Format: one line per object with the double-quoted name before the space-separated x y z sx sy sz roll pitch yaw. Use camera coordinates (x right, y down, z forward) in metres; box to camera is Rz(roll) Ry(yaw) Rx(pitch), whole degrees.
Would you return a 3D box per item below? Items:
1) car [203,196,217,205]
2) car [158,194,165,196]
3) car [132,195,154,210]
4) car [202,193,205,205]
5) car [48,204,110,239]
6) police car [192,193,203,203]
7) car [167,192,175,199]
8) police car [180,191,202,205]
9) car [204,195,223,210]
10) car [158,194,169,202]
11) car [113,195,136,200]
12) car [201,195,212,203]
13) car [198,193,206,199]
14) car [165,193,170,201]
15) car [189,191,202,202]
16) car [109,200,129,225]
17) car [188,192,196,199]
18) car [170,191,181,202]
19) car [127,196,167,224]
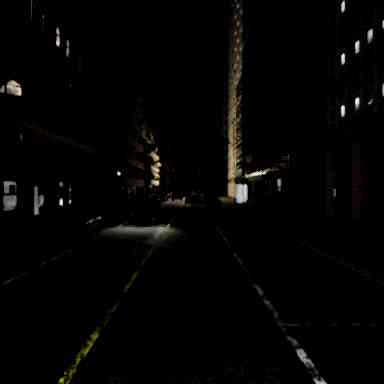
"car" 2.695 1.255 50.597 2.008 1.369 4.403 0 0 0
"car" -5.685 1.256 50.598 2.008 1.369 4.403 0 0 0
"car" -5.686 1.209 39.301 1.967 1.590 4.097 0 0 0
"car" 2.695 1.176 44.947 1.967 1.590 4.097 0 0 0
"car" -5.689 1.480 16.707 1.802 1.307 4.206 0 0 0
"police car" 0.908 1.078 60.217 1.930 1.638 5.238 0 0 0
"car" -5.680 0.940 90.136 1.967 1.590 4.097 0 0 0
"police car" 0.253 1.133 50.094 1.930 1.638 5.238 0 0 -18
"car" 2.694 1.292 39.470 1.752 1.417 4.829 0 0 0
"car" -5.683 1.141 67.374 1.752 1.417 4.829 0 0 0
"car" -5.688 1.148 28.003 2.192 1.841 5.009 0 0 0
"car" 2.697 1.209 61.894 1.947 1.339 4.313 0 0 0
"car" 2.700 1.044 90.136 1.887 1.381 4.507 0 0 0
"car" -5.684 1.210 61.895 1.947 1.339 4.313 0 0 0
"car" 0.679 0.845 66.132 2.150 2.045 5.566 0 0 -4
"car" -5.688 1.447 22.356 1.802 1.307 4.206 0 0 0
"car" 0.011 0.887 84.826 1.837 1.490 4.892 0 0 0
"car" -2.997 0.840 66.936 2.150 2.045 5.566 0 0 0
"car" -3.098 1.335 23.746 1.882 1.535 5.008 0 0 0
